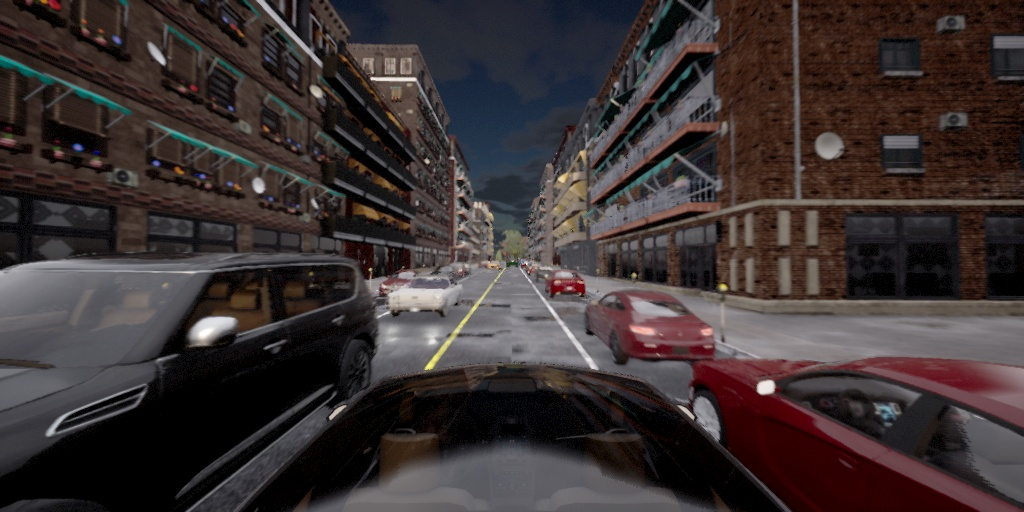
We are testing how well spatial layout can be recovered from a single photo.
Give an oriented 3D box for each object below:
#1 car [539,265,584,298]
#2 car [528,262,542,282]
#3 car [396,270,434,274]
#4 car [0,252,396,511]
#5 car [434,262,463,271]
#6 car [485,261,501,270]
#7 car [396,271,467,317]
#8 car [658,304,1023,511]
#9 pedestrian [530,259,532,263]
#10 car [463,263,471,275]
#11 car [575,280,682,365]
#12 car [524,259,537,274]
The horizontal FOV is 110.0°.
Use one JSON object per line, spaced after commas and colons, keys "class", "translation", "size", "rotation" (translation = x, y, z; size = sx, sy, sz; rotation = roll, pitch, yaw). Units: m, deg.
{"class": "car", "translation": [2.710, 1.399, 19.126], "size": [1.888, 1.381, 4.507], "rotation": [0, 0, 0]}
{"class": "car", "translation": [2.726, 1.469, 30.449], "size": [2.007, 1.370, 4.403], "rotation": [0, 0, 0]}
{"class": "car", "translation": [-5.671, 1.418, 19.179], "size": [1.802, 1.307, 4.207], "rotation": [0, 0, 0]}
{"class": "car", "translation": [-3.096, 0.973, 3.241], "size": [2.150, 2.045, 5.566], "rotation": [0, 0, 1]}
{"class": "car", "translation": [-5.655, 1.466, 30.502], "size": [1.948, 1.339, 4.313], "rotation": [0, 0, 0]}
{"class": "car", "translation": [-2.949, 1.558, 60.739], "size": [1.882, 1.535, 5.008], "rotation": [0, 0, 1]}
{"class": "car", "translation": [-3.076, 1.411, 13.574], "size": [1.895, 1.301, 4.718], "rotation": [0, 0, 0]}
{"class": "car", "translation": [2.759, 1.304, 2.144], "size": [1.888, 1.381, 4.507], "rotation": [0, 0, 0]}
{"class": "pedestrian", "translation": [3.077, 1.376, 58.525], "size": [0.375, 1.860, 0.375], "rotation": [1, -1, -3]}
{"class": "car", "translation": [-5.647, 1.372, 36.164], "size": [1.967, 1.591, 4.097], "rotation": [0, 0, 0]}
{"class": "car", "translation": [2.696, 1.372, 7.805], "size": [1.802, 1.307, 4.207], "rotation": [0, 0, 0]}
{"class": "car", "translation": [2.742, 1.423, 41.772], "size": [1.967, 1.591, 4.097], "rotation": [0, 0, 0]}
